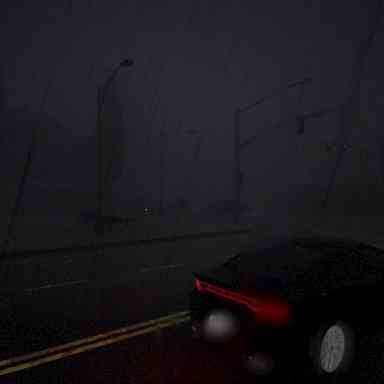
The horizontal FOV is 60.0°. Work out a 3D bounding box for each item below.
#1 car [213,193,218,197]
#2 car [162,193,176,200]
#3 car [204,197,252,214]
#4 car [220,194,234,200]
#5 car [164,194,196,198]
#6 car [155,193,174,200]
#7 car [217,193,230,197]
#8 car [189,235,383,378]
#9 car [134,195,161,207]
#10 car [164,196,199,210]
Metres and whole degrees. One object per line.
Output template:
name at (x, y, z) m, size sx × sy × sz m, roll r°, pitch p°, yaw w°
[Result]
car at (6.079, 1.156, 71.110) m, size 3.866 × 1.878 × 1.905 m, roll 0°, pitch 0°, yaw -37°
car at (-5.625, 1.156, 86.861) m, size 3.866 × 1.878 × 1.905 m, roll 0°, pitch 0°, yaw -37°
car at (3.972, 1.547, 35.918) m, size 2.033 × 1.411 × 5.357 m, roll 0°, pitch 0°, yaw -35°
car at (10.024, 1.395, 95.078) m, size 3.806 × 1.475 × 1.970 m, roll 0°, pitch 0°, yaw -37°
car at (-2.135, 1.547, 57.171) m, size 2.033 × 1.411 × 5.357 m, roll 0°, pitch 0°, yaw -35°
car at (-7.303, 1.153, 89.220) m, size 4.605 × 1.855 × 1.932 m, roll 0°, pitch 0°, yaw -37°
car at (7.793, 1.395, 68.776) m, size 3.806 × 1.475 × 1.970 m, roll 0°, pitch 0°, yaw -37°
car at (2.278, 1.478, 5.631) m, size 5.008 × 1.535 × 1.882 m, roll 0°, pitch 0°, yaw -37°
car at (-7.300, 1.352, 52.026) m, size 2.097 × 1.767 × 4.553 m, roll 0°, pitch 0°, yaw -35°
car at (-1.395, 1.564, 43.578) m, size 1.994 × 1.385 × 4.181 m, roll 0°, pitch 0°, yaw -35°
